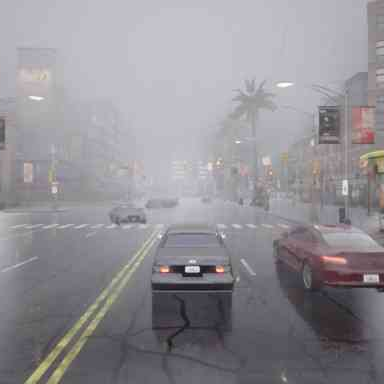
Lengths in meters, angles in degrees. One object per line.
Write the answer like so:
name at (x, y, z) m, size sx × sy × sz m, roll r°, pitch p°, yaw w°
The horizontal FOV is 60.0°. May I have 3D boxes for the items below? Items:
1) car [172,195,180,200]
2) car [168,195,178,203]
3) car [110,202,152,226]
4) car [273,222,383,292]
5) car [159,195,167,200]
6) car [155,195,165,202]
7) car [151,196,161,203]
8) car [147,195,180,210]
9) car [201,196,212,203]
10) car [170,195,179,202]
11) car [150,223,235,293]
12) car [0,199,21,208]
car at (-4.326, 1.499, 90.963) m, size 1.837 × 1.490 × 4.892 m, roll 0°, pitch 0°, yaw -1°
car at (-4.148, 1.478, 71.718) m, size 1.882 × 1.535 × 5.008 m, roll 0°, pitch 0°, yaw -1°
car at (-4.490, 1.564, 23.300) m, size 1.994 × 1.385 × 4.181 m, roll 0°, pitch 0°, yaw -23°
car at (3.498, 1.526, 8.805) m, size 1.812 × 1.442 × 4.674 m, roll 0°, pitch 0°, yaw 0°
car at (-7.824, 1.595, 90.598) m, size 1.895 × 1.301 × 4.718 m, roll 0°, pitch 0°, yaw -1°
car at (-7.727, 1.478, 80.297) m, size 1.882 × 1.535 × 5.008 m, roll 0°, pitch 0°, yaw -1°
car at (-7.643, 1.524, 71.178) m, size 1.812 × 1.442 × 4.674 m, roll 0°, pitch 0°, yaw -1°
car at (-3.741, 1.491, 42.183) m, size 2.128 × 1.511 × 4.902 m, roll 0°, pitch 0°, yaw 36°
car at (2.973, 1.525, 69.423) m, size 1.812 × 1.442 × 4.674 m, roll 0°, pitch 0°, yaw -1°
car at (-4.232, 1.524, 80.913) m, size 1.812 × 1.442 × 4.674 m, roll 0°, pitch 0°, yaw -1°
car at (-0.001, 1.547, 8.961) m, size 2.033 × 1.411 × 5.357 m, roll 0°, pitch 0°, yaw 0°
car at (-26.488, 1.600, 46.109) m, size 4.718 × 1.301 × 1.895 m, roll 0°, pitch 0°, yaw -1°
